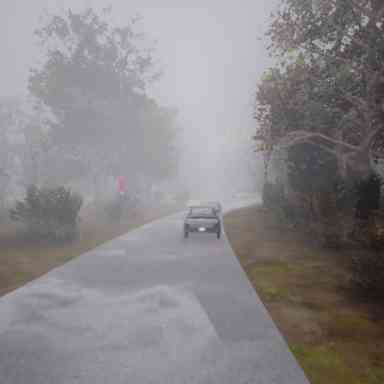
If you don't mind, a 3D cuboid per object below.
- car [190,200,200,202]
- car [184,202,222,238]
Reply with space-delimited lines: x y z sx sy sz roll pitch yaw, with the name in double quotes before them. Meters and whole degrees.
"car" 0.432 1.833 44.062 1.882 1.535 5.008 0 -1 9
"car" 0.594 1.540 17.966 2.128 1.511 4.902 0 0 3
